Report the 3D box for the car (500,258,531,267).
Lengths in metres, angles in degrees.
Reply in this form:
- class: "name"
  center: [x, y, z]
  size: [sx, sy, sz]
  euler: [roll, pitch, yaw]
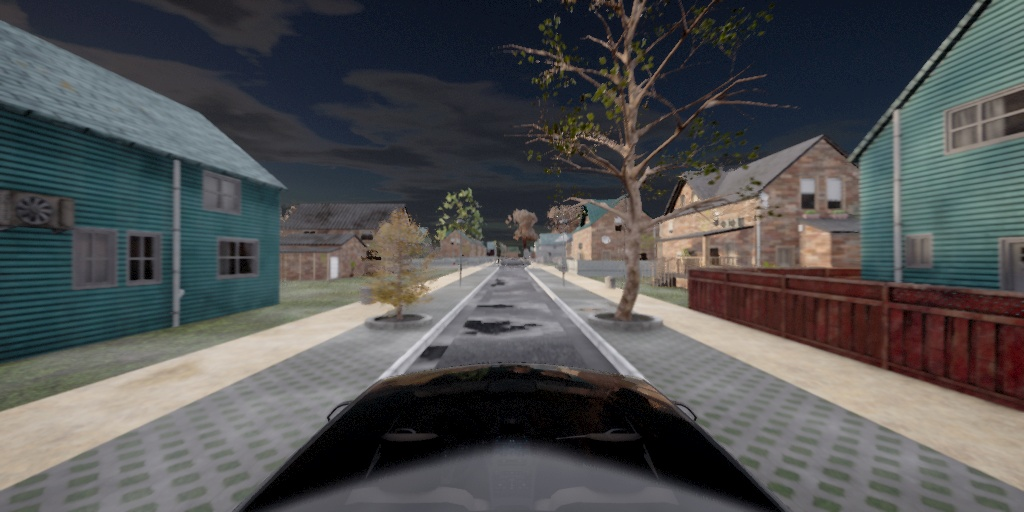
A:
- class: "car"
  center: [0.562, 1.109, 58.094]
  size: [4.902, 1.511, 2.128]
  euler: [0, 0, 1]
